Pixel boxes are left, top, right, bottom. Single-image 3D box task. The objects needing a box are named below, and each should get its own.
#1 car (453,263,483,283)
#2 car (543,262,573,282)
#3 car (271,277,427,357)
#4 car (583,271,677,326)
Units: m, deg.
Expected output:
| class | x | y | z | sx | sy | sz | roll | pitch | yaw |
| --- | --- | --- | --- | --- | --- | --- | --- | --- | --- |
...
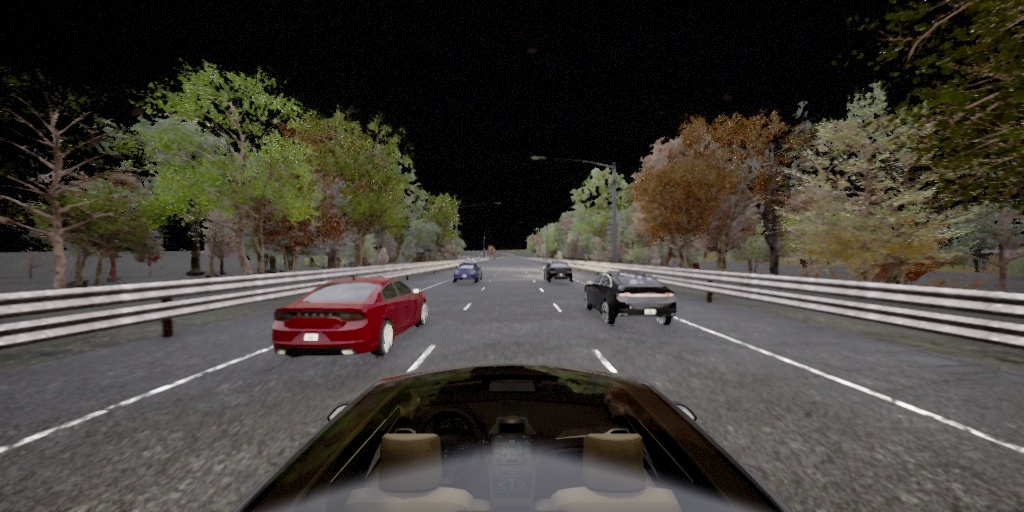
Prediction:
| class | x | y | z | sx | sy | sz | roll | pitch | yaw |
| --- | --- | --- | --- | --- | --- | --- | --- | --- | --- |
| car | -3.408 | 1.272 | 28.030 | 1.812 | 1.442 | 4.674 | 0 | 0 | 0 |
| car | 3.592 | 1.224 | 28.622 | 1.882 | 1.535 | 5.008 | 0 | 0 | 0 |
| car | -3.416 | 1.225 | 8.589 | 1.882 | 1.535 | 5.008 | 0 | 0 | 0 |
| car | 3.591 | 1.238 | 11.719 | 2.128 | 1.511 | 4.902 | 0 | 0 | 0 |
